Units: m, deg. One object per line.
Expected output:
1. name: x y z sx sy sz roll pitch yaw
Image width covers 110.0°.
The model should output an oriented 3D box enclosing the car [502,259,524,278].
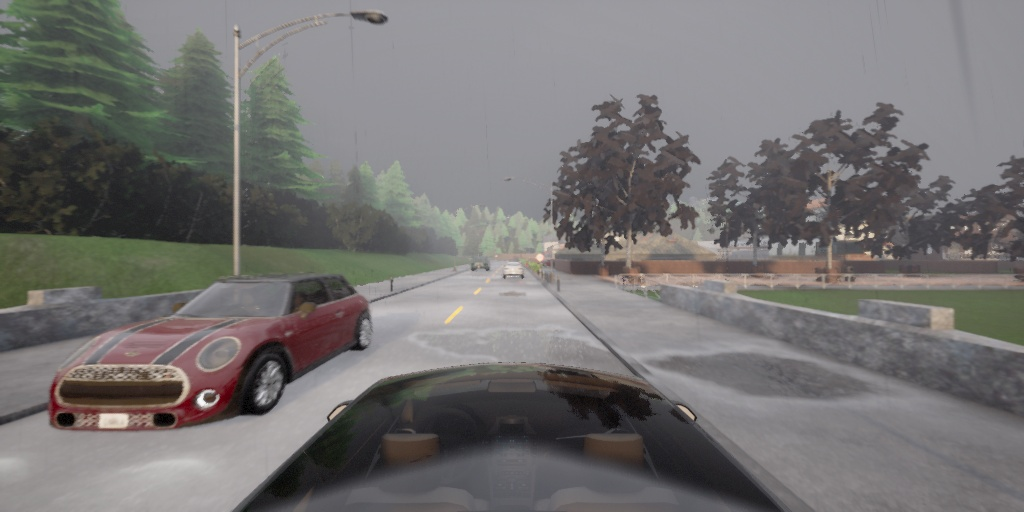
1. car: 0.145 1.275 33.958 1.812 1.442 4.674 0 0 0

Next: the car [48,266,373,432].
1. car: -4.100 1.098 5.936 2.097 1.767 4.553 0 0 0

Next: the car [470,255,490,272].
1. car: -4.013 0.963 46.296 2.150 2.045 5.566 0 1 0
